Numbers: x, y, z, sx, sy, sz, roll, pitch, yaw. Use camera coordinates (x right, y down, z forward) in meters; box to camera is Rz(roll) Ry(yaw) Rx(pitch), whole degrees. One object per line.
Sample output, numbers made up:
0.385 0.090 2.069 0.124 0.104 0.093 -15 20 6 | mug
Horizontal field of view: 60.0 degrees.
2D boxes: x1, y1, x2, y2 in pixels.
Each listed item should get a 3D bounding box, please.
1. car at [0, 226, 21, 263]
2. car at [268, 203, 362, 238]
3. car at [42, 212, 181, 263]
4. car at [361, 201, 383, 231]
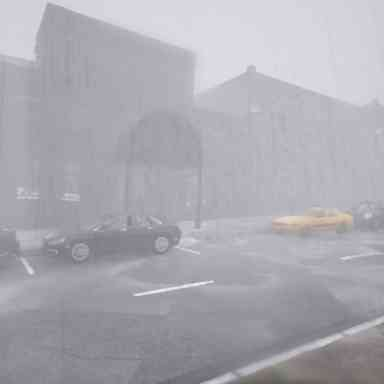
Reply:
-7.398 1.470 9.012 4.892 1.521 2.231 0 0 -32 | car
6.450 1.485 17.768 5.366 1.575 1.946 0 0 -32 | car
-2.726 1.476 11.964 4.892 1.521 2.231 0 0 -32 | car
11.305 1.369 20.836 4.553 1.767 2.185 0 0 -32 | car
